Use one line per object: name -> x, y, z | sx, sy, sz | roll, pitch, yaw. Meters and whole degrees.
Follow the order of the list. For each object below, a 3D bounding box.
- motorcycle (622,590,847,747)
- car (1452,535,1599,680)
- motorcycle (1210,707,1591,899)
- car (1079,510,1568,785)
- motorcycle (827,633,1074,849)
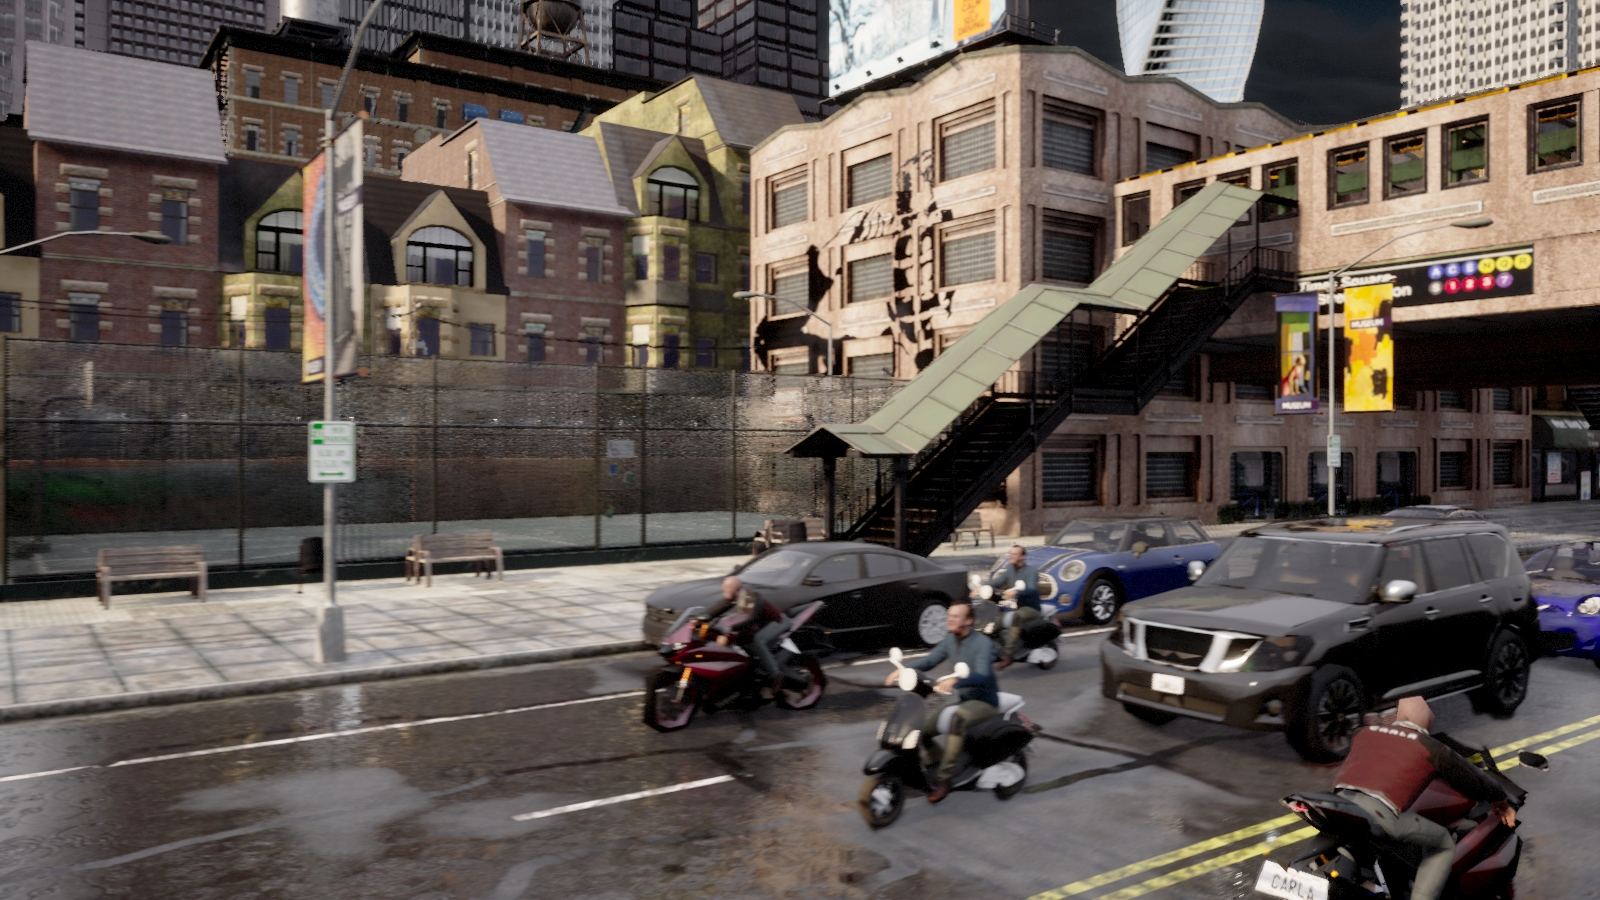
motorcycle -> -0.652, 2.205, 11.875 | 2.209, 1.251, 0.867 | 0, 0, -35
car -> 10.739, 2.038, 15.575 | 3.633, 1.501, 1.845 | 0, 0, -35
motorcycle -> 3.221, 2.205, 6.040 | 2.209, 1.251, 0.867 | 0, 0, -35
car -> 5.663, 1.780, 12.027 | 5.566, 2.045, 2.150 | 0, 0, -35
motorcycle -> 1.191, 2.182, 8.892 | 1.805, 1.236, 0.856 | 0, 0, -35
